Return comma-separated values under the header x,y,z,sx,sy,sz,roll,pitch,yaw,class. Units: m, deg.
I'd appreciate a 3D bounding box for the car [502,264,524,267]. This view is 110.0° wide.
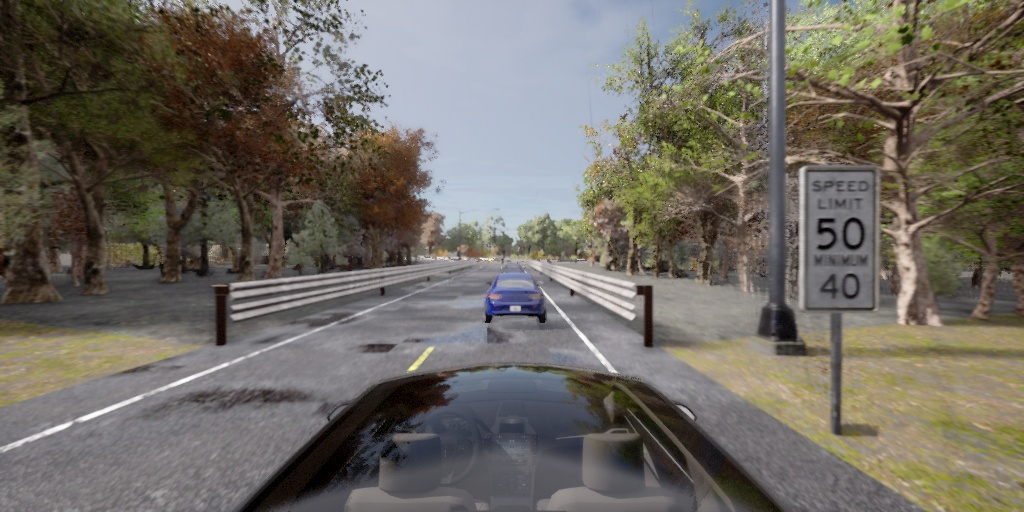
x,y,z,sx,sy,sz,roll,pitch,yaw,class
0.090,1.317,29.728,1.994,1.385,4.181,0,0,0,car

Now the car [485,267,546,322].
x,y,z,sx,sy,sz,roll,pitch,yaw,class
0.096,1.277,12.118,1.812,1.442,4.674,0,0,0,car
